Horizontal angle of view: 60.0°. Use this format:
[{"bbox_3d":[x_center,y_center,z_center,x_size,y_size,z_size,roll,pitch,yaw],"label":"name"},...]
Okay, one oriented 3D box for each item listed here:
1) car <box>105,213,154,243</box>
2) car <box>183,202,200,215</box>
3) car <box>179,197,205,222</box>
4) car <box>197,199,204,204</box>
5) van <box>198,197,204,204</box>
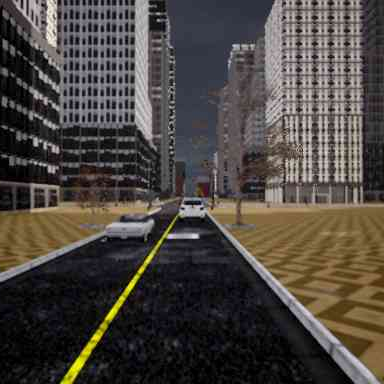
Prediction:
[{"bbox_3d":[-3.153,1.804,17.568,1.895,1.301,4.718,0,-1,0],"label":"car"},{"bbox_3d":[-0.047,2.034,42.730,2.033,1.411,5.357,0,-1,0],"label":"car"},{"bbox_3d":[0.003,1.568,30.178,2.150,2.045,5.566,0,0,-1],"label":"car"},{"bbox_3d":[2.304,2.613,94.922,1.887,1.381,4.507,0,-1,0],"label":"car"},{"bbox_3d":[2.393,2.348,89.386,1.690,1.788,3.998,0,-1,0],"label":"van"}]
